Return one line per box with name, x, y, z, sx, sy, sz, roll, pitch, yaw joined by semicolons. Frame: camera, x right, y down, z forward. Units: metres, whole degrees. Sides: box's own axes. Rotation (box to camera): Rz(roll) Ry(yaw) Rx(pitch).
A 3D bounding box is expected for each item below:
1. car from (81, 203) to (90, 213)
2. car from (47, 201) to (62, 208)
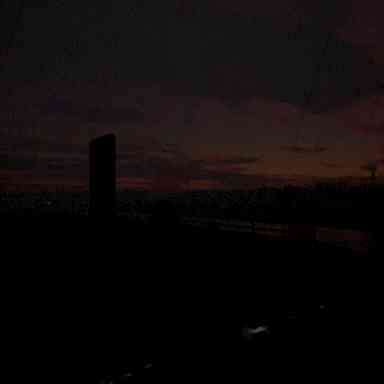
car;-16.092;2.450;52.048;2.128;1.511;4.902;0;-1;-34
car;-33.856;3.194;82.802;2.033;1.411;5.357;0;-1;-34
